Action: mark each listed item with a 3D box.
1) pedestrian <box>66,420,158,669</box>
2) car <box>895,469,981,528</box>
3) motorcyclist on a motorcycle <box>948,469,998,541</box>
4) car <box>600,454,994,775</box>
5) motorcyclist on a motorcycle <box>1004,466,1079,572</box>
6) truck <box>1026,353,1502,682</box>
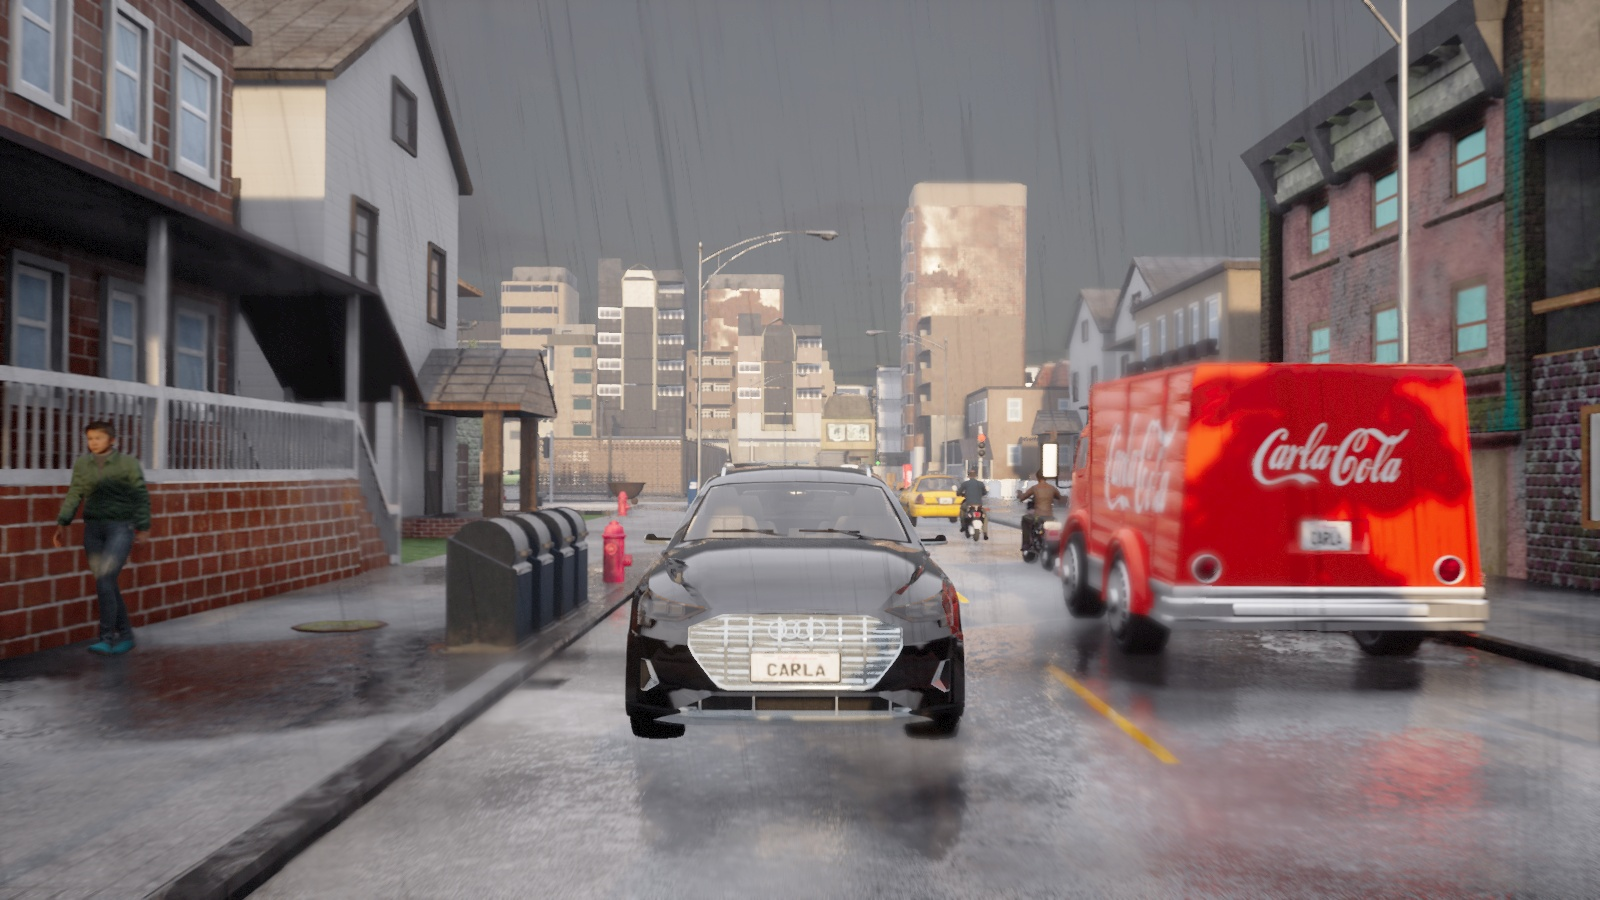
[{"bbox_3d":[-5.255,0.704,9.612,0.353,1.847,0.614,0,-1,1],"label":"pedestrian"},{"bbox_3d":[3.921,1.343,36.497,1.801,1.575,5.366,0,-1,-1],"label":"car"},{"bbox_3d":[3.931,1.228,28.697,0.866,1.590,1.817,0,-1,0],"label":"motorcyclist on a motorcycle"},{"bbox_3d":[-0.023,0.893,8.925,2.033,1.649,4.856,0,-1,0],"label":"car"},{"bbox_3d":[3.949,1.093,20.726,0.766,1.649,2.350,0,-1,0],"label":"motorcyclist on a motorcycle"},{"bbox_3d":[3.969,0.522,12.068,2.627,2.467,5.204,0,0,0],"label":"truck"}]
